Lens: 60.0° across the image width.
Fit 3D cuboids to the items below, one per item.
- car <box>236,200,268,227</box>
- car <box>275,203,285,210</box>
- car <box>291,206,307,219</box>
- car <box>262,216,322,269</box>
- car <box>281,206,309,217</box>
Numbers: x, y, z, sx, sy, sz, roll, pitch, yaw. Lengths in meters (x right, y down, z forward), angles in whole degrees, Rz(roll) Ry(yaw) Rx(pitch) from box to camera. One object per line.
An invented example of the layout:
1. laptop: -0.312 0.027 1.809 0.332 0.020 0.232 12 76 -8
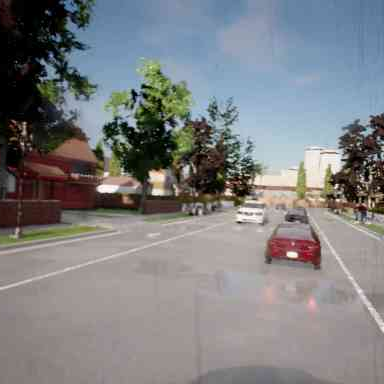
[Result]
1. car: 5.388 1.790 29.096 2.150 2.045 5.566 3 0 18
2. car: 18.040 3.000 67.469 2.033 1.411 5.357 3 0 18
3. car: 14.179 2.648 44.117 1.837 1.490 4.892 3 0 18
4. car: 3.904 1.885 12.727 1.812 1.442 4.674 3 -1 18
5. car: 8.977 2.251 28.544 1.882 1.535 5.008 3 0 18
